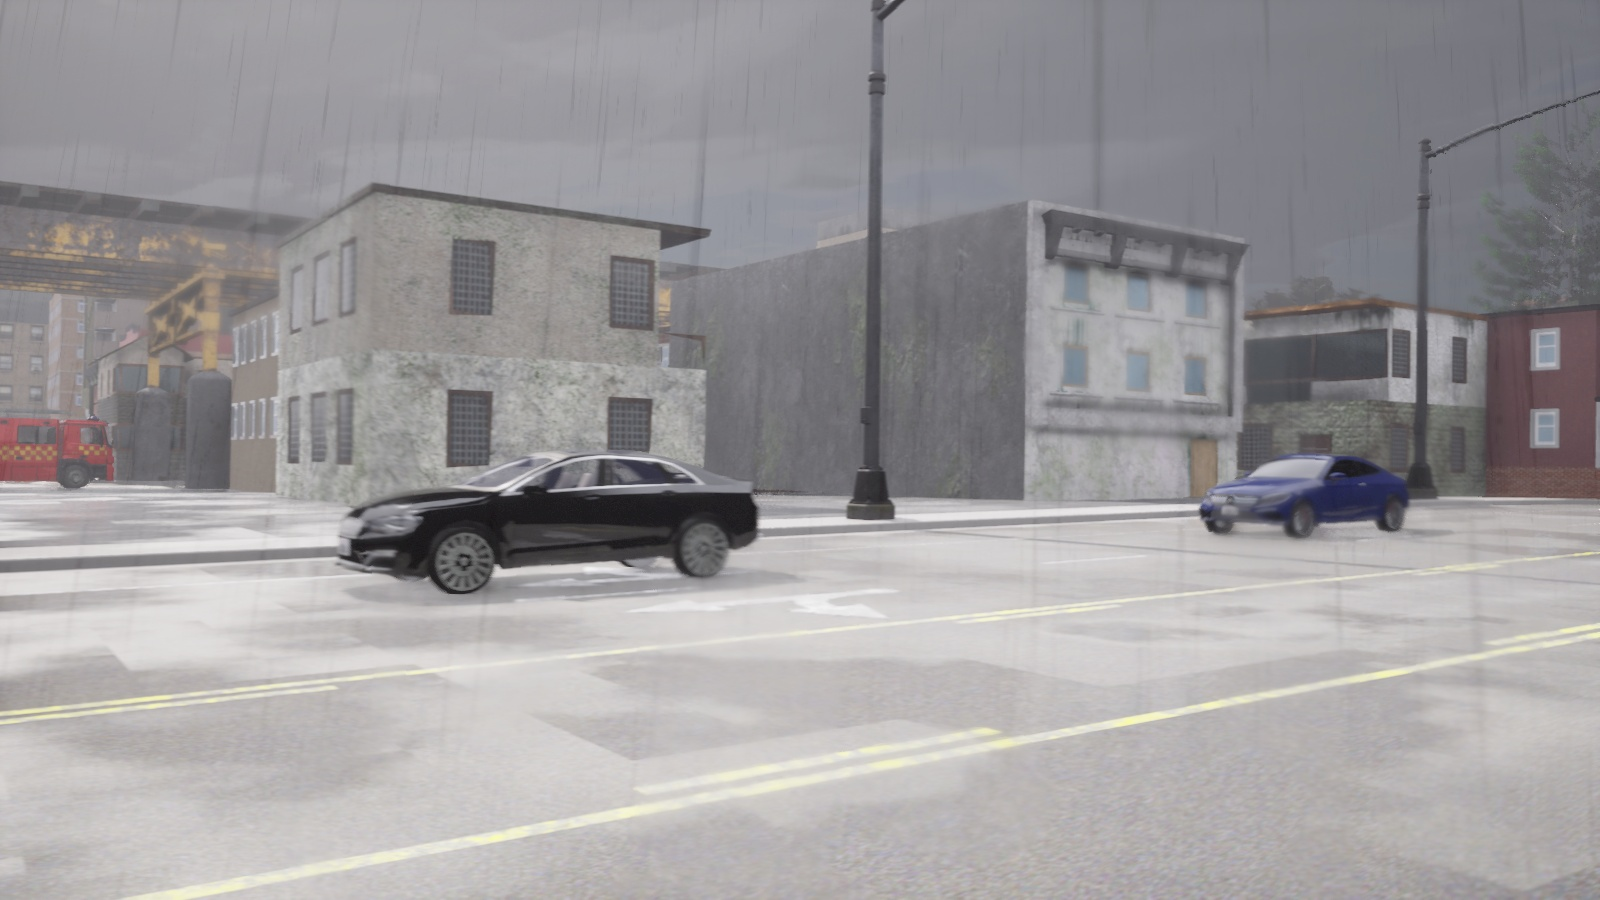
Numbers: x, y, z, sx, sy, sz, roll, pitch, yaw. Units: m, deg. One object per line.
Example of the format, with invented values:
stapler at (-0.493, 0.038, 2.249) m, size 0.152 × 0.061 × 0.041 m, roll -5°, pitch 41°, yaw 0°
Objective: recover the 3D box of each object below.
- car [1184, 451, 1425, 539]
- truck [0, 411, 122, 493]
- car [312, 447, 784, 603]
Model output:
car at (9.258, 0.755, 22.900) m, size 4.674 × 1.442 × 1.812 m, roll 0°, pitch 0°, yaw -35°
truck at (-37.583, 0.100, 60.358) m, size 8.468 × 3.827 × 2.891 m, roll 1°, pitch -1°, yaw -36°
car at (-2.811, 0.726, 14.496) m, size 4.902 × 1.511 × 2.128 m, roll 0°, pitch 0°, yaw -35°
